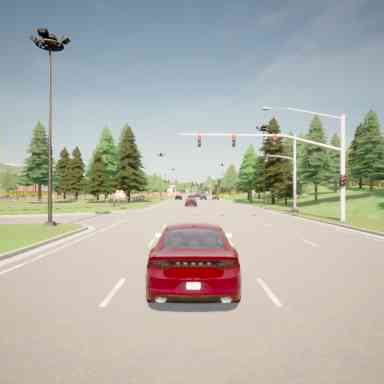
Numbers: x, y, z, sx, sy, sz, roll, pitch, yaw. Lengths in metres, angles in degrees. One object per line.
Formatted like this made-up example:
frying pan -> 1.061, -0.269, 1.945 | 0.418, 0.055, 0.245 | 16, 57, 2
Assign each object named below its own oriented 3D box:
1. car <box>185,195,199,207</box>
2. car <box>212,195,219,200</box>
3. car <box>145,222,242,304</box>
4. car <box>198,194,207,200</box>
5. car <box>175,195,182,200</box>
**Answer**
car -> -0.161, 1.555, 52.867 | 1.812, 1.442, 4.674 | 0, 0, 0
car -> 6.711, 1.577, 94.334 | 2.128, 1.511, 4.902 | 0, 0, 0
car -> 0.038, 1.482, 8.264 | 1.882, 1.535, 5.008 | 0, 0, 0
car -> 3.211, 1.576, 94.324 | 1.812, 1.442, 4.674 | 0, 0, 0
car -> -3.789, 1.530, 94.302 | 1.882, 1.535, 5.008 | 0, 0, 0
